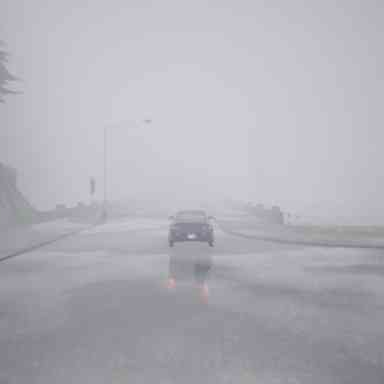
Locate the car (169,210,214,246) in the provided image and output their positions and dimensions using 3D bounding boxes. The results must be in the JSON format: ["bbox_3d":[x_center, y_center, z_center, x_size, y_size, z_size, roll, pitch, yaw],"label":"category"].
[{"bbox_3d":[-0.040,1.524,15.034,1.812,1.442,4.674,0,0,0],"label":"car"}]
